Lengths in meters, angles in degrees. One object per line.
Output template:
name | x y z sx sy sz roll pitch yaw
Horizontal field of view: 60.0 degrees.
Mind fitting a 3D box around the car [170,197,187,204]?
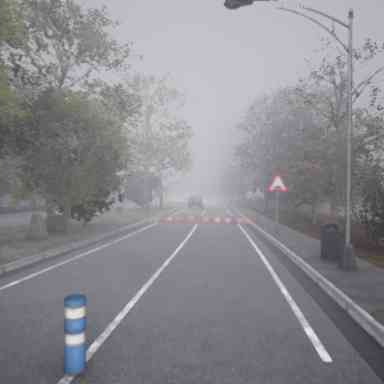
car | -3.700 2.415 93.758 4.553 1.767 2.185 1 -2 4

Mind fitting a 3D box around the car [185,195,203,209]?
car | 0.563 1.573 53.041 2.150 2.045 5.566 1 0 4

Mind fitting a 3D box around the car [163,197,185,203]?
car | -4.058 2.253 85.445 5.366 1.575 1.946 1 -2 4

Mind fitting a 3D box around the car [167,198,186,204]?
car | -4.058 2.343 88.219 4.892 1.521 2.231 1 -2 4

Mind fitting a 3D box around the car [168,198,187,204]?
car | -3.868 2.437 90.983 5.008 1.535 2.097 1 -2 4
